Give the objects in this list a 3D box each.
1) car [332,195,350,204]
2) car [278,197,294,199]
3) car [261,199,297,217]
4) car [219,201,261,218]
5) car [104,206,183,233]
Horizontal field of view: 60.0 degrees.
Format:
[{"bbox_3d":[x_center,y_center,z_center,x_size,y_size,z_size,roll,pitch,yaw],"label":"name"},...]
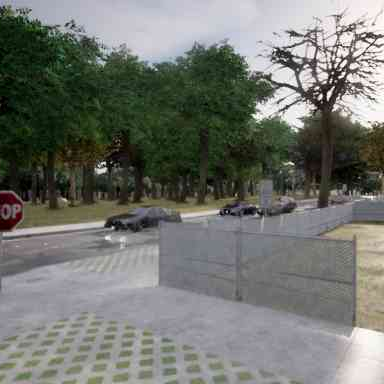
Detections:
[{"bbox_3d":[22.809,1.136,50.932,1.994,1.385,4.181,2,2,36],"label":"car"},{"bbox_3d":[11.054,1.279,39.547,1.812,1.442,4.674,2,2,36],"label":"car"},{"bbox_3d":[7.641,1.580,29.812,1.895,1.301,4.718,2,2,36],"label":"car"},{"bbox_3d":[4.156,1.493,30.002,1.994,1.385,4.181,2,2,36],"label":"car"},{"bbox_3d":[-2.769,1.570,20.370,2.033,1.411,5.357,2,1,36],"label":"car"}]
